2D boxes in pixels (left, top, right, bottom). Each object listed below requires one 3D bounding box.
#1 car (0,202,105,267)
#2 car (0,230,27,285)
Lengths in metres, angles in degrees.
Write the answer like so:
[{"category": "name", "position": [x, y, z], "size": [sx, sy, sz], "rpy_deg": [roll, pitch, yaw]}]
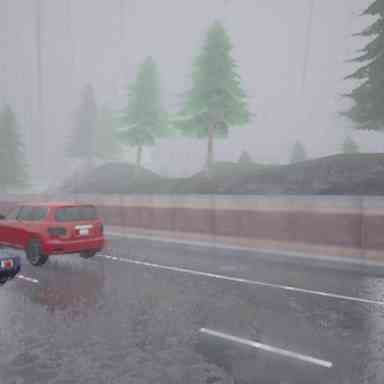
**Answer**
[{"category": "car", "position": [-5.561, 1.367, 12.309], "size": [5.566, 2.045, 2.150], "rpy_deg": [0, -1, 38]}, {"category": "car", "position": [-6.401, 1.675, 8.517], "size": [4.718, 1.301, 1.895], "rpy_deg": [0, -1, 37]}]
